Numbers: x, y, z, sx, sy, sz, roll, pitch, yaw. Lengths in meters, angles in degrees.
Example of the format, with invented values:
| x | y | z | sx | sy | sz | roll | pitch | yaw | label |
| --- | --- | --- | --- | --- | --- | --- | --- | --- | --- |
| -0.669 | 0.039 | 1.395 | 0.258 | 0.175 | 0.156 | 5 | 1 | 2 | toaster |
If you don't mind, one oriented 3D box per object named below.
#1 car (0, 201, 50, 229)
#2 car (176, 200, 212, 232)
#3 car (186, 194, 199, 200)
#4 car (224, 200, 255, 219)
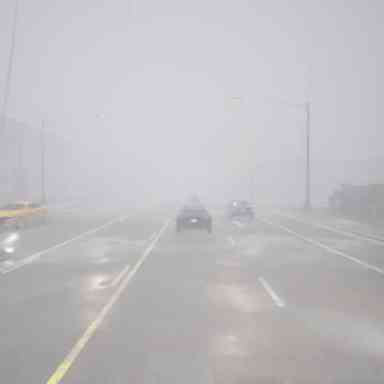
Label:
| x | y | z | sx | sy | sz | roll | pitch | yaw | label |
| --- | --- | --- | --- | --- | --- | --- | --- | --- | --- |
| -10.533 | 1.311 | 20.385 | 1.882 | 1.535 | 5.008 | 0 | 1 | 1 | car |
| 0.100 | 1.420 | 19.070 | 1.994 | 1.385 | 4.181 | 0 | 1 | 0 | car |
| 0.096 | 0.941 | 47.475 | 2.033 | 1.411 | 5.357 | 0 | 1 | 0 | car |
| 3.600 | 1.294 | 25.855 | 2.033 | 1.411 | 5.357 | 0 | 1 | 0 | car |
